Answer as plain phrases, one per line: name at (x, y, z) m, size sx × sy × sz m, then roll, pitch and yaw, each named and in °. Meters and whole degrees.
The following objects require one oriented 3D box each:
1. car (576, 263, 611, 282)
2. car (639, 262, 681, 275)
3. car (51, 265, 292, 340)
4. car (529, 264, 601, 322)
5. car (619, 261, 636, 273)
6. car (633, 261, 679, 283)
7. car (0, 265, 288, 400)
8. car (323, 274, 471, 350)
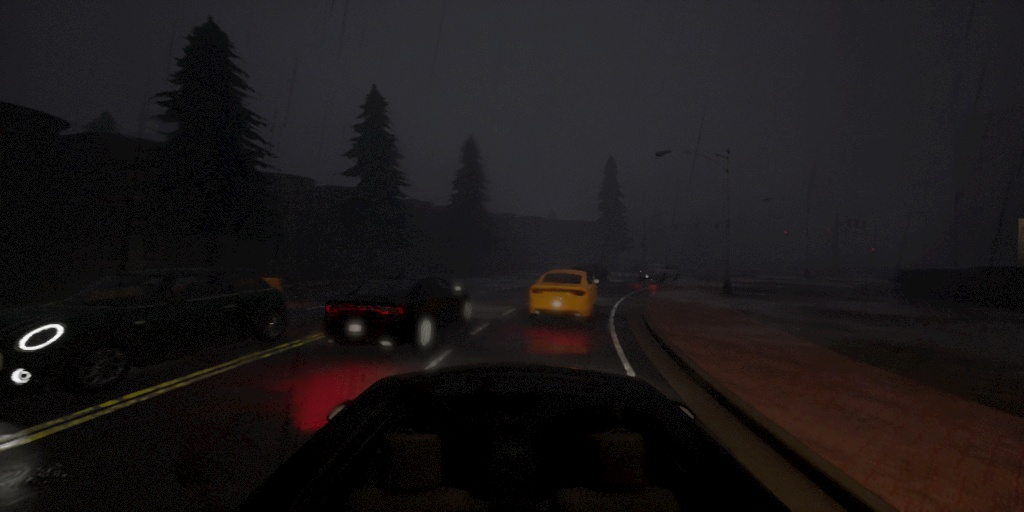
car at (5.970, 1.257, 27.556) m, size 1.837 × 1.490 × 4.892 m, roll 0°, pitch 0°, yaw 37°
car at (17.649, 1.451, 42.637) m, size 5.357 × 1.411 × 2.033 m, roll 0°, pitch 0°, yaw -35°
car at (-9.437, 1.112, 10.726) m, size 1.882 × 1.535 × 5.008 m, roll 0°, pitch 0°, yaw 12°
car at (1.953, 1.219, 12.543) m, size 1.882 × 1.535 × 5.008 m, roll 1°, pitch 0°, yaw 16°
car at (15.668, 1.339, 45.521) m, size 4.902 × 1.511 × 2.128 m, roll 0°, pitch 0°, yaw -35°
car at (11.928, 1.335, 29.089) m, size 1.812 × 1.442 × 4.674 m, roll 0°, pitch 0°, yaw 44°
car at (-6.547, 1.025, 6.562) m, size 2.097 × 1.767 × 4.553 m, roll 1°, pitch 0°, yaw 8°
car at (-2.483, 1.186, 9.089) m, size 1.882 × 1.535 × 5.008 m, roll 0°, pitch 0°, yaw 10°
